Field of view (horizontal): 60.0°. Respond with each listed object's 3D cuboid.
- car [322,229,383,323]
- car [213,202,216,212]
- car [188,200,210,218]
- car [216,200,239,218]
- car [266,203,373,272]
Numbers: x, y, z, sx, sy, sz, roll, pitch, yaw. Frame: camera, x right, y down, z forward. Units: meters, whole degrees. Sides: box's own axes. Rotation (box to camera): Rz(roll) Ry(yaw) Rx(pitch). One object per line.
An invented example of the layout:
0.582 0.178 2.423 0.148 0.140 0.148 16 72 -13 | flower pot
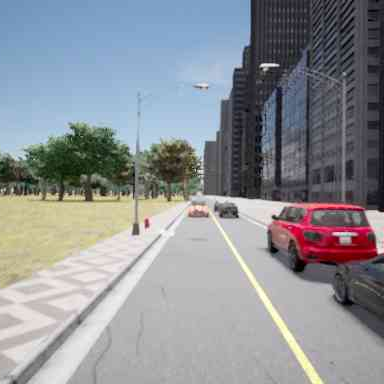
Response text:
3.959 1.636 5.414 1.812 1.442 4.674 1 0 1 | car
3.955 1.889 45.705 2.128 1.511 4.902 1 0 1 | car
0.691 1.615 33.813 2.097 1.767 4.553 1 0 1 | car
3.755 1.823 34.626 1.837 1.490 4.892 1 -1 2 | car
4.096 1.383 11.445 2.150 2.045 5.566 1 0 1 | car
